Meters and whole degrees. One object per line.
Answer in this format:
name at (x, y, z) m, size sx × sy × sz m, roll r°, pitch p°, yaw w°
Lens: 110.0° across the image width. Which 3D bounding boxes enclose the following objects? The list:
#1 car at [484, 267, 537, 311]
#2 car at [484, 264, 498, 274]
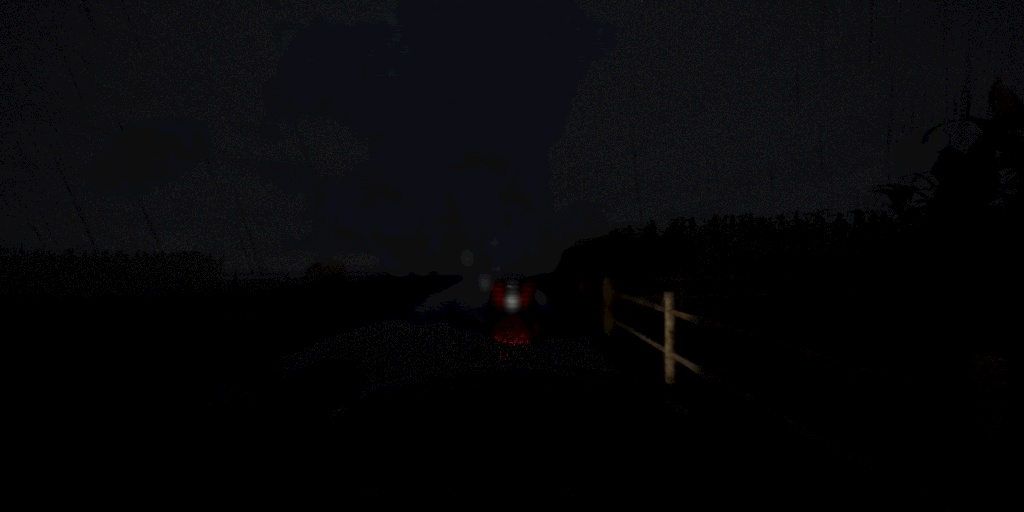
car at (0.025, 1.399, 15.378) m, size 1.837 × 1.490 × 4.892 m, roll 0°, pitch 0°, yaw 0°
car at (-2.764, 1.897, 49.455) m, size 1.837 × 1.490 × 4.892 m, roll 0°, pitch -1°, yaw 1°
